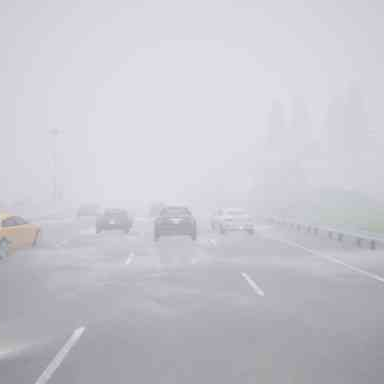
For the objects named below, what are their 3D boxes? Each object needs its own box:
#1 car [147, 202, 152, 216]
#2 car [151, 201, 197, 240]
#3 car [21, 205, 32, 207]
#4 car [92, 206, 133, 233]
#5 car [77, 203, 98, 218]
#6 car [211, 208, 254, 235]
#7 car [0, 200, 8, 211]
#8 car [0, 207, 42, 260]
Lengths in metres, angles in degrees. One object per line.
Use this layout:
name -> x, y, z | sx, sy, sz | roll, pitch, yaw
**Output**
car -> -3.834, 1.788, 36.976 | 1.837, 1.490, 4.892 | 0, 0, -11
car -> -0.981, 1.490, 18.118 | 2.097, 1.767, 4.553 | 0, 0, -6
car -> -25.360, 1.762, 50.070 | 2.097, 1.767, 4.553 | 0, -1, -17
car -> -4.832, 1.730, 21.139 | 1.994, 1.385, 4.181 | 0, 0, -7
car -> -10.139, 1.808, 32.935 | 2.033, 1.411, 5.357 | 0, 0, -11
car -> 2.358, 1.673, 19.911 | 1.812, 1.442, 4.674 | 0, 0, -6
car -> -28.277, 1.943, 47.805 | 2.033, 1.411, 5.357 | 0, 0, -16
car -> -7.529, 1.585, 12.927 | 1.882, 1.535, 5.008 | 0, 0, -4
